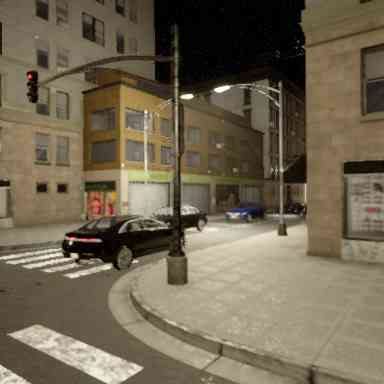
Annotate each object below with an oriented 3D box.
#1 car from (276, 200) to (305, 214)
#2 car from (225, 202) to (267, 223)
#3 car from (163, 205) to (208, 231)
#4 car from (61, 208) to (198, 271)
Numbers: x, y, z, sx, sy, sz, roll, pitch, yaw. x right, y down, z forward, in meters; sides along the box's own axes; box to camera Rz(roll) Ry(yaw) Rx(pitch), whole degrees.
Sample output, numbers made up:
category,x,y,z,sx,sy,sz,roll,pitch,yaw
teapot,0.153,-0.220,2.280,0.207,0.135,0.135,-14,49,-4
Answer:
category,x,y,z,sx,sy,sz,roll,pitch,yaw
car,10.166,1.515,34.196,1.994,1.385,4.181,-1,0,35
car,4.349,1.518,26.024,1.812,1.442,4.674,-1,0,35
car,-0.982,1.523,18.543,2.128,1.511,4.902,-1,0,35
car,-2.010,1.523,11.228,2.128,1.511,4.902,-1,0,30
